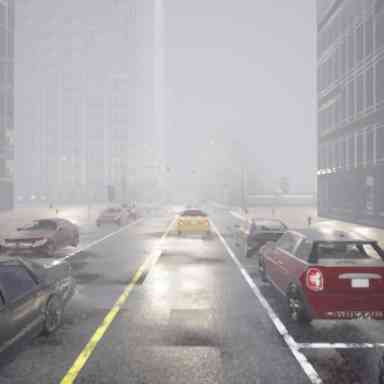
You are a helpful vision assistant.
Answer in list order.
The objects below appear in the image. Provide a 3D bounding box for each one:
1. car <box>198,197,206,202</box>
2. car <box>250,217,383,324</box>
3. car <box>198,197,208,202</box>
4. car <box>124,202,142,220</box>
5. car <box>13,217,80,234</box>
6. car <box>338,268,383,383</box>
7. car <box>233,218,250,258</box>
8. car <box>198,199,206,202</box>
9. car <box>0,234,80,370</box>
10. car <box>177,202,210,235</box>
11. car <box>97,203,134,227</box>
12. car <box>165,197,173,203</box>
[{"bbox_3d":[2.697,2.037,90.174,1.887,1.381,4.507,0,0,0],"label":"car"},{"bbox_3d":[2.691,1.492,7.261,1.967,1.590,4.097,0,0,0],"label":"car"},{"bbox_3d":[2.757,2.004,79.059,1.947,1.339,4.313,0,0,0],"label":"car"},{"bbox_3d":[-5.688,1.633,30.037,1.967,1.590,4.097,0,0,0],"label":"car"},{"bbox_3d":[-5.689,1.673,12.956,1.802,1.307,4.206,0,0,0],"label":"car"},{"bbox_3d":[2.691,1.563,1.569,2.008,1.369,4.403,0,0,0],"label":"car"},{"bbox_3d":[2.692,1.642,12.954,2.008,1.369,4.403,0,0,0],"label":"car"},{"bbox_3d":[0.119,1.765,34.801,2.033,1.411,5.357,0,0,0],"label":"car"},{"bbox_3d":[-3.100,1.577,3.999,2.033,1.411,5.357,0,0,0],"label":"car"},{"bbox_3d":[0.102,1.590,19.617,1.801,1.575,5.366,0,0,0],"label":"car"},{"bbox_3d":[-5.688,1.743,24.343,1.802,1.307,4.206,0,0,0],"label":"car"},{"bbox_3d":[-5.830,2.032,84.558,1.947,1.339,4.313,0,0,0],"label":"car"}]
